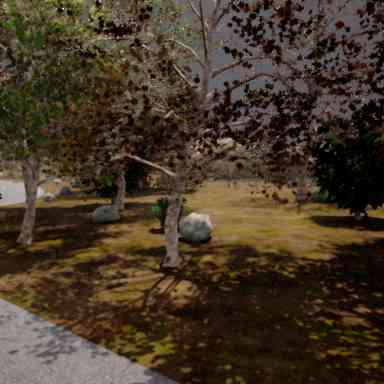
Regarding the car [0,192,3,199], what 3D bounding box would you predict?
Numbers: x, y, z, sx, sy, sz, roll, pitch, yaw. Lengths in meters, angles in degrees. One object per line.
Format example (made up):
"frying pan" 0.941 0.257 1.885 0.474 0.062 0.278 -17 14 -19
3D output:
"car" -16.282 0.163 24.193 2.033 1.411 5.357 6 4 7
